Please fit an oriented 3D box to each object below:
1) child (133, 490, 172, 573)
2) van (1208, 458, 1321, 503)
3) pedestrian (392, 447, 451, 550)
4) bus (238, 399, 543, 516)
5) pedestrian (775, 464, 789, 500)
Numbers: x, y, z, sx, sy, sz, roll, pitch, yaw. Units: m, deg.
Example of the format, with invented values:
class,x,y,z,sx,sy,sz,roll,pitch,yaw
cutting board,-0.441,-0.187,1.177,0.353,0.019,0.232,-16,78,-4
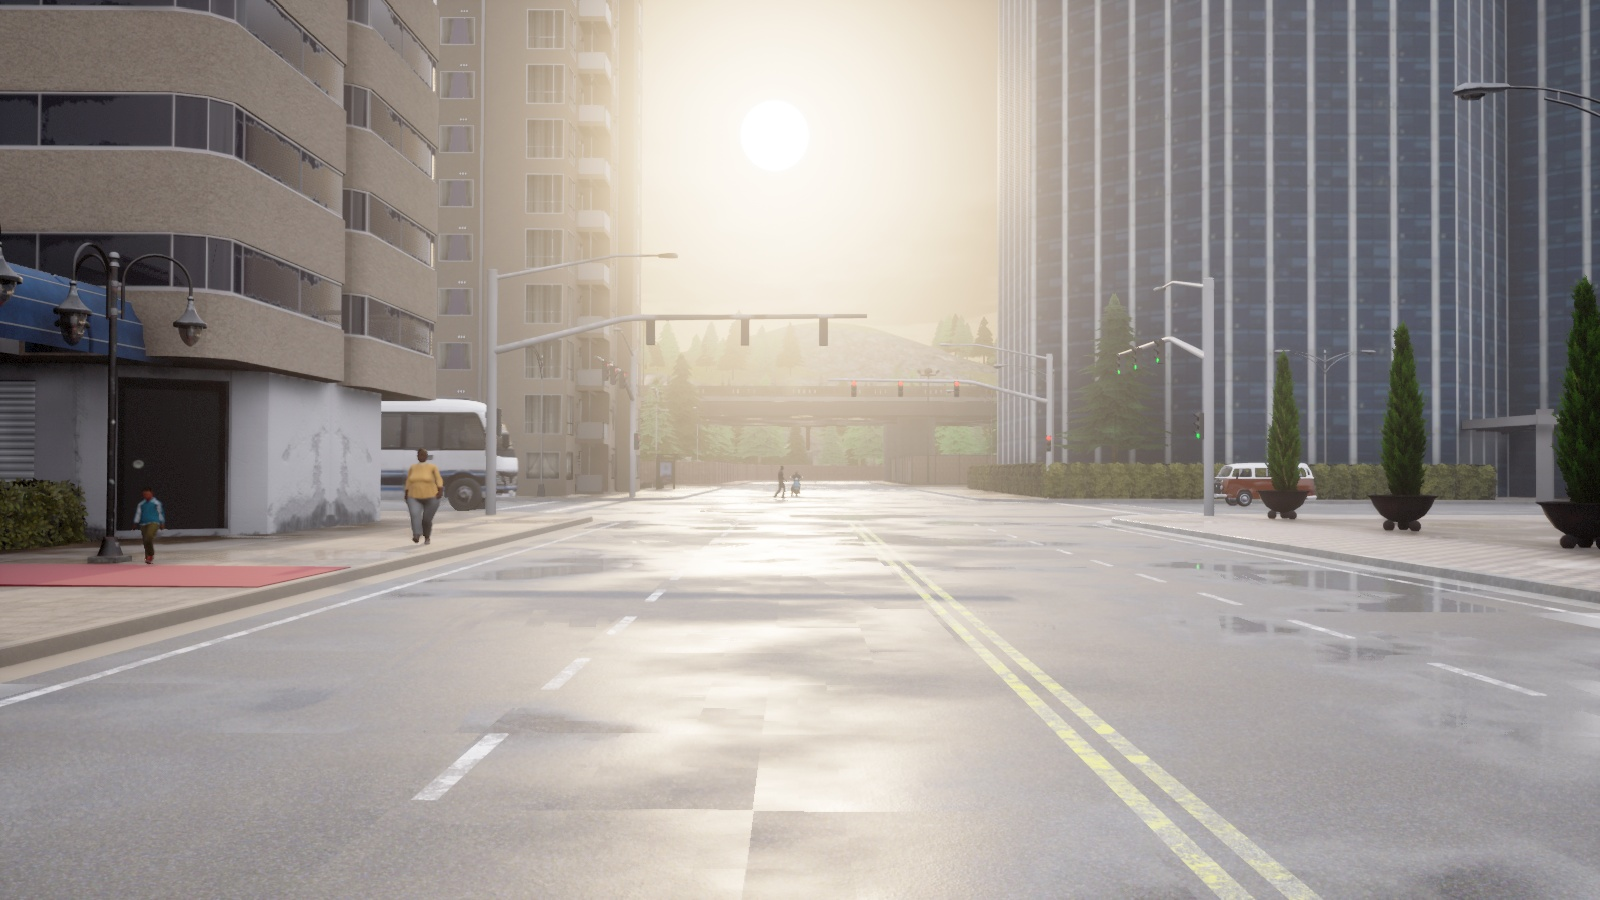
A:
class,x,y,z,sx,sy,sz,roll,pitch,yaw
child,-9.483,1.182,18.391,0.343,1.192,0.448,0,-1,-2
van,21.638,1.433,58.627,4.480,2.038,2.069,0,-1,-1
pedestrian,-6.963,0.889,23.135,0.874,1.855,0.900,0,-1,-4
bus,-15.308,0.298,47.677,10.273,4.253,3.944,0,-1,-1
pedestrian,-0.957,1.720,67.634,0.666,1.930,0.402,0,-1,13
